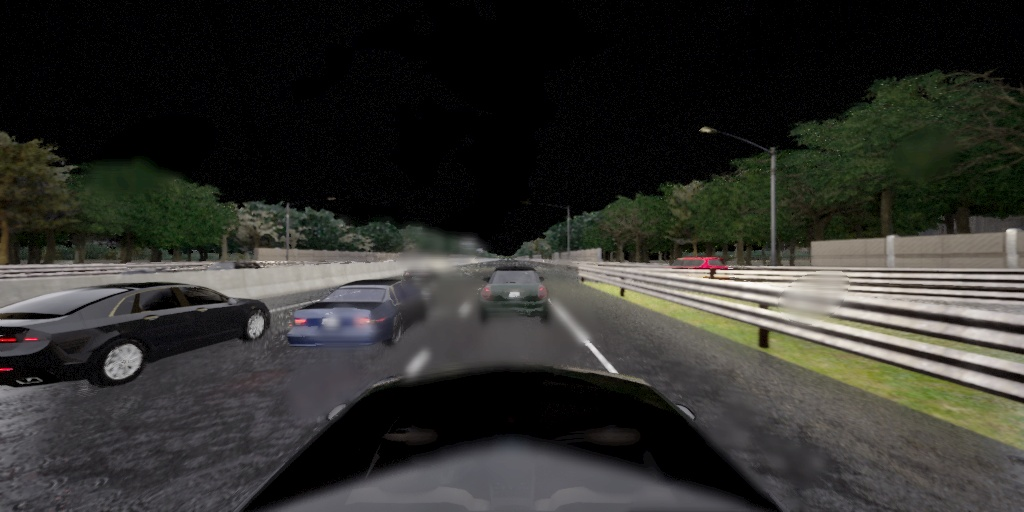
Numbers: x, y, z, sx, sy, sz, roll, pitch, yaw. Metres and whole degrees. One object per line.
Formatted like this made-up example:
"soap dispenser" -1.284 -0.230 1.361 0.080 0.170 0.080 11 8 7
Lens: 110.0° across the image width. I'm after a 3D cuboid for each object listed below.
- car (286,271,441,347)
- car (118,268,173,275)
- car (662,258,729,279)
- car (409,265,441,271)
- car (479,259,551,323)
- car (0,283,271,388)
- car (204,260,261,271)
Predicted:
"car" -3.405 1.301 9.251 2.033 1.411 5.357 0 0 0
"car" -21.080 1.370 20.230 1.895 1.301 4.718 0 0 0
"car" 13.476 1.145 27.243 2.150 2.045 5.566 1 -1 -23
"car" -6.916 1.390 28.325 1.895 1.301 4.718 0 0 0
"car" 0.094 1.109 12.218 2.097 1.767 4.553 0 0 0
"car" -6.904 1.256 6.930 1.837 1.490 4.892 0 0 0
"car" -17.569 1.124 22.199 2.097 1.767 4.553 0 0 0
